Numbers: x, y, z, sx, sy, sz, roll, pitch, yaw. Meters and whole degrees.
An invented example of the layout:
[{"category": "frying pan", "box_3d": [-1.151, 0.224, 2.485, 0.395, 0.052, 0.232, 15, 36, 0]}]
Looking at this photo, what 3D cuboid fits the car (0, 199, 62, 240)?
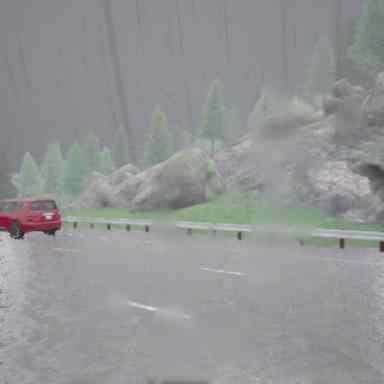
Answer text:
[{"category": "car", "box_3d": [-9.586, 1.394, 18.260, 5.566, 2.045, 2.150, 0, 0, 31]}]
